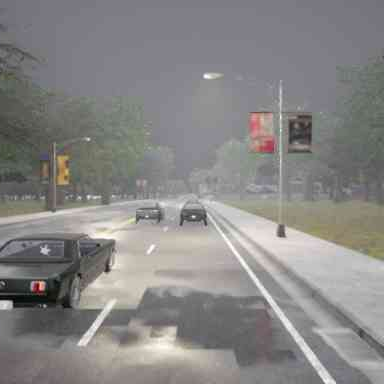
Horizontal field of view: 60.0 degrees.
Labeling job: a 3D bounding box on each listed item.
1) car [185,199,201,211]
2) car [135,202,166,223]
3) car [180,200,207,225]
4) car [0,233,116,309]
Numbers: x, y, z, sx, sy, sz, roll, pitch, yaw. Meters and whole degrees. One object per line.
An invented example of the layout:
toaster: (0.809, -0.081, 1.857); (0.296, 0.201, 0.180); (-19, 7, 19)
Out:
car: (0.117, 1.644, 42.630); (1.994, 1.385, 4.181); (0, 0, 0)
car: (-3.140, 1.523, 25.613); (2.128, 1.511, 4.902); (0, 0, 0)
car: (0.110, 1.506, 24.585); (1.882, 1.535, 5.008); (0, 0, 0)
car: (-3.146, 1.603, 7.788); (1.895, 1.301, 4.718); (0, 0, 0)
